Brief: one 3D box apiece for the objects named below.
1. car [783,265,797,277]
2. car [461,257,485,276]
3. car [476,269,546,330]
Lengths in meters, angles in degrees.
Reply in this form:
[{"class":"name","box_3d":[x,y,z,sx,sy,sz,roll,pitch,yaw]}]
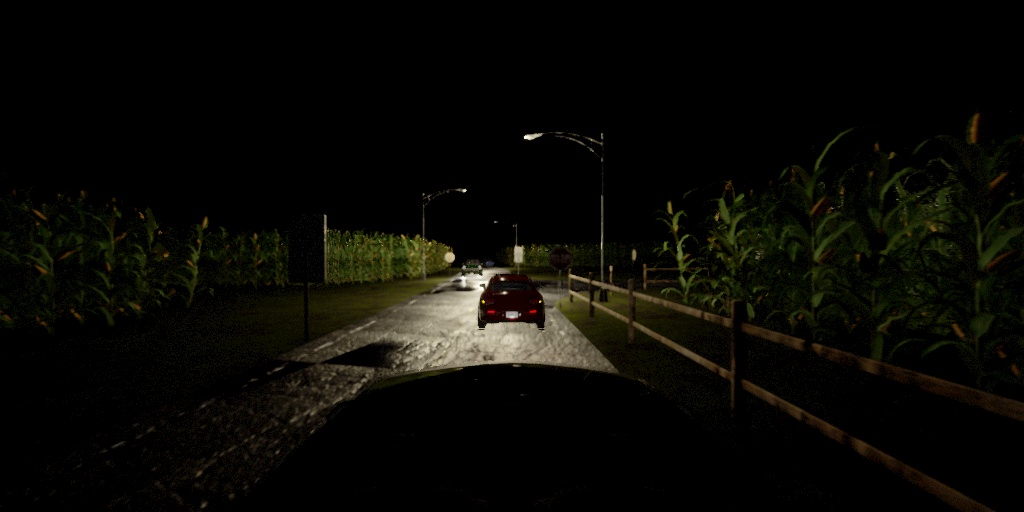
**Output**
[{"class":"car","box_3d":[19.807,0.908,22.391,5.008,1.535,1.882,-1,0,3]},{"class":"car","box_3d":[-4.104,1.137,37.180,2.097,1.767,4.553,0,0,-5]},{"class":"car","box_3d":[-0.042,1.281,11.094,1.812,1.442,4.674,0,0,-1]}]
